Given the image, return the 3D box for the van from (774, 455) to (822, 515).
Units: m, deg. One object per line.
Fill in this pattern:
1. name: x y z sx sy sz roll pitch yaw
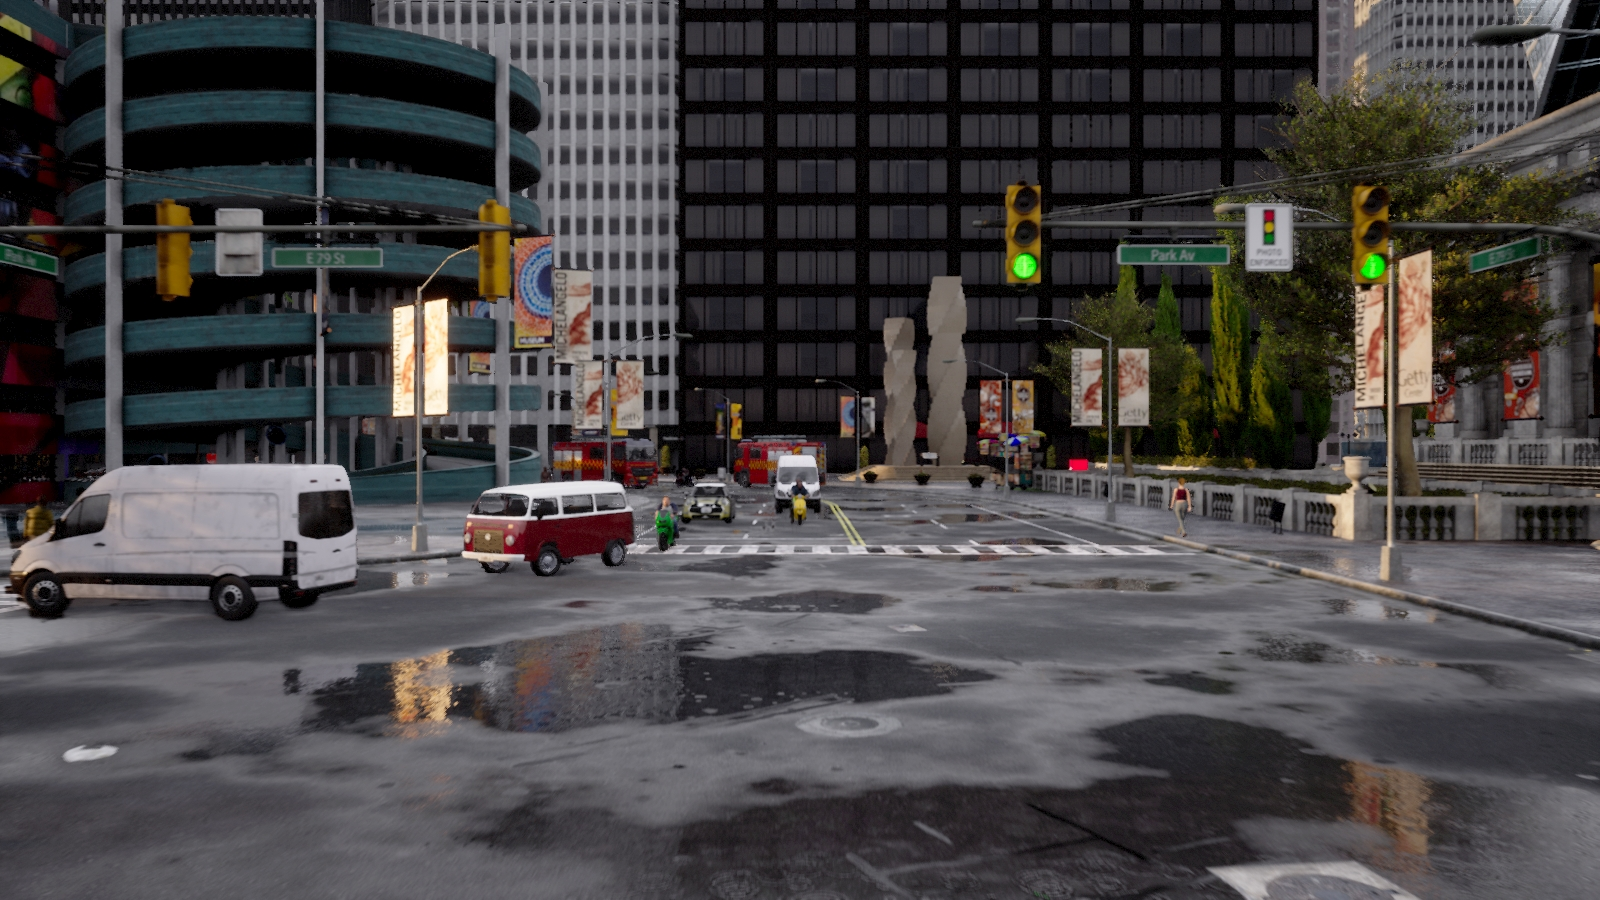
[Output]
1. van: -0.155 1.534 52.800 1.988 2.561 5.915 0 0 -2

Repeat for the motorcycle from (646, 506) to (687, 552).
1. motorcycle: -3.736 2.213 32.133 0.803 1.145 2.033 -1 0 4

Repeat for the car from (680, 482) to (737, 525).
1. car: -3.543 2.065 44.848 1.970 1.475 3.806 0 0 0

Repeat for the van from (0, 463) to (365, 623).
1. van: -10.943 1.534 20.210 5.915 2.561 1.988 0 0 12

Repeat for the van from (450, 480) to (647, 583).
1. van: -5.729 1.782 26.631 2.069 2.038 4.480 1 0 28

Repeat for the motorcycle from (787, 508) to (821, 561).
1. motorcycle: 0.102 2.182 29.848 0.856 1.236 1.805 0 0 0

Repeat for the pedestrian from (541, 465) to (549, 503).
1. pedestrian: -12.720 1.696 57.037 0.375 1.860 0.375 0 0 -9

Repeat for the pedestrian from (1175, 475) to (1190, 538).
1. pedestrian: 11.492 1.696 34.355 0.375 1.860 0.375 0 0 8

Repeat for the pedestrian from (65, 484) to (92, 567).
1. pedestrian: -16.297 1.697 25.812 0.375 1.860 0.375 0 0 -5

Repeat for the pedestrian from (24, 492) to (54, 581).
1. pedestrian: -16.314 1.848 24.504 0.375 1.860 0.375 0 0 8
